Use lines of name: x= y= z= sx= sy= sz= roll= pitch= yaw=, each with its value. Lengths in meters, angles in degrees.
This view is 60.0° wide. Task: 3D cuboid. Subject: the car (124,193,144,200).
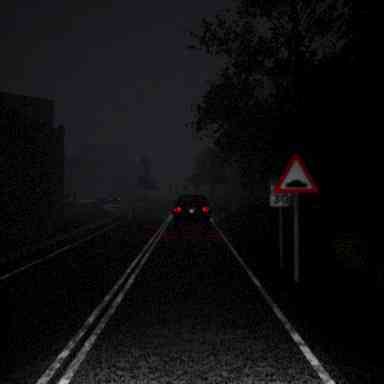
car: x=-11.470 y=0.776 z=63.578 sx=1.895 sy=1.301 sz=4.718 roll=-1 pitch=0 yaw=41

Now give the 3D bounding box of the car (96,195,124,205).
car: x=-11.743 y=1.062 z=46.655 sx=1.895 sy=1.301 sz=4.718 roll=1 pitch=1 yaw=-37

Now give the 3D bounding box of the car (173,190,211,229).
car: x=-0.020 y=1.112 z=20.934 sx=2.150 sy=2.045 sz=5.566 roll=0 pitch=1 yaw=0
